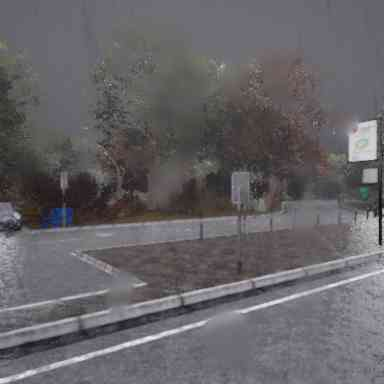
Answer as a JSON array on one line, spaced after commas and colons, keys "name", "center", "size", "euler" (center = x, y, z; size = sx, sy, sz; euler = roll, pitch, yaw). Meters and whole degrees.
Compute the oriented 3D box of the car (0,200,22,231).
[{"name": "car", "center": [-11.093, 1.265, 18.830], "size": [2.185, 1.767, 4.553], "euler": [1, 0, -36]}]
